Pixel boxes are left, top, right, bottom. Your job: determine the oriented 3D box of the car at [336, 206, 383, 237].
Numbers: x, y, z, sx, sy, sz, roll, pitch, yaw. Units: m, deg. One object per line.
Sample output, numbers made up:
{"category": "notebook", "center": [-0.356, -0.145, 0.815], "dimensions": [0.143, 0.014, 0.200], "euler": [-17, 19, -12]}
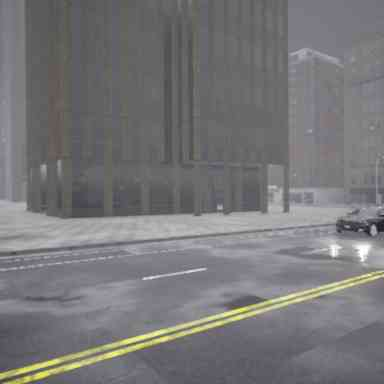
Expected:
{"category": "car", "center": [10.193, 1.580, 18.932], "dimensions": [5.008, 1.535, 1.882], "euler": [1, 0, -35]}
